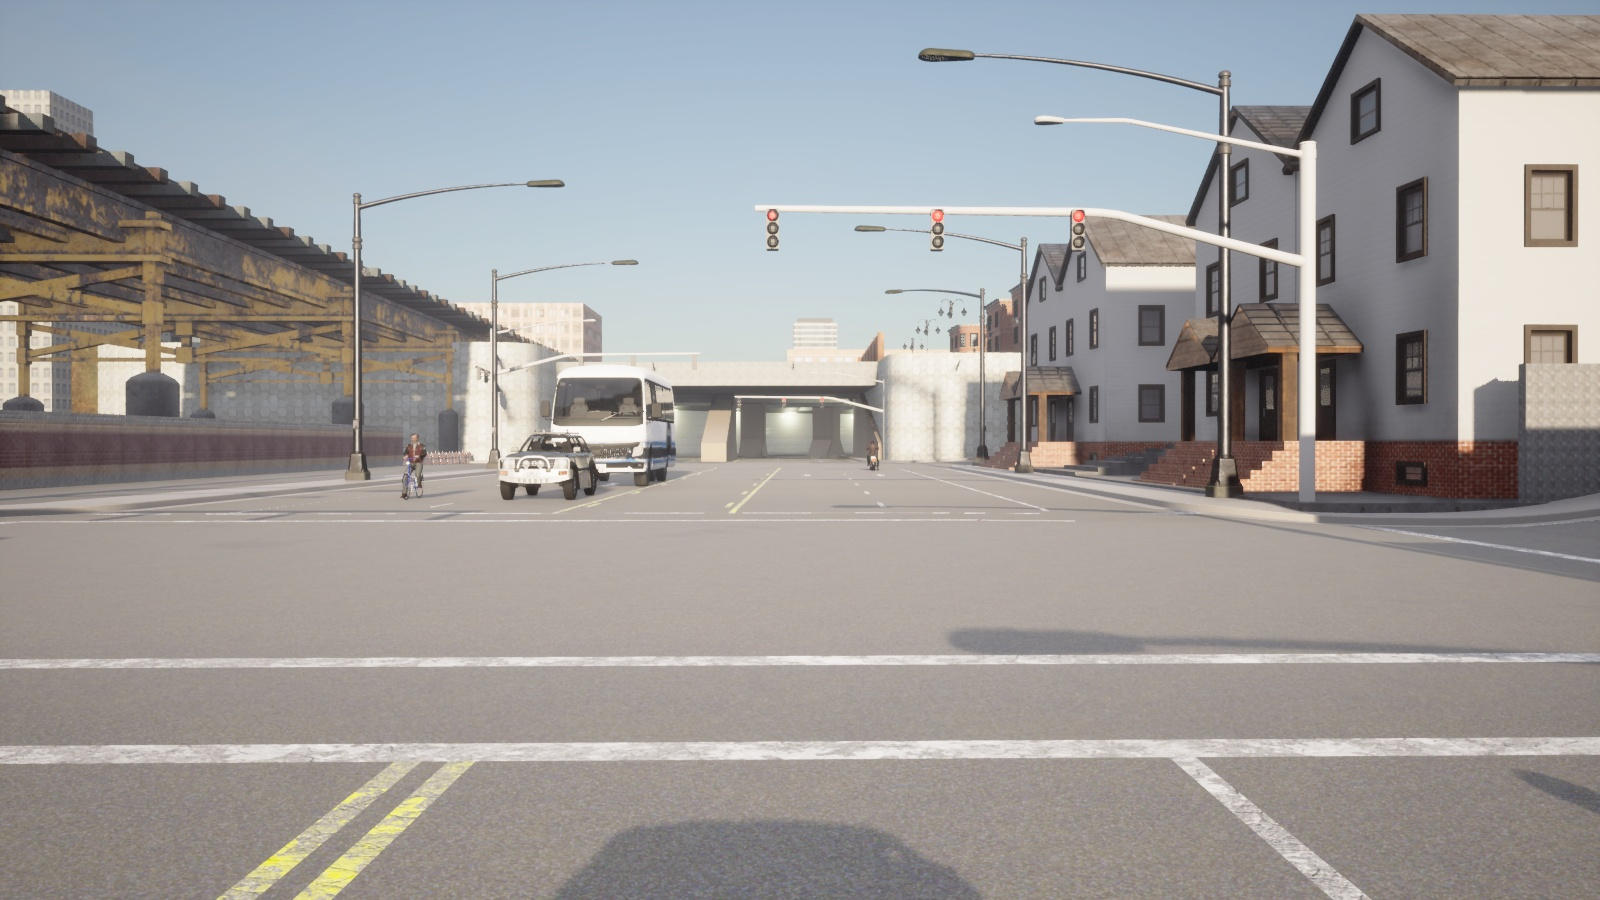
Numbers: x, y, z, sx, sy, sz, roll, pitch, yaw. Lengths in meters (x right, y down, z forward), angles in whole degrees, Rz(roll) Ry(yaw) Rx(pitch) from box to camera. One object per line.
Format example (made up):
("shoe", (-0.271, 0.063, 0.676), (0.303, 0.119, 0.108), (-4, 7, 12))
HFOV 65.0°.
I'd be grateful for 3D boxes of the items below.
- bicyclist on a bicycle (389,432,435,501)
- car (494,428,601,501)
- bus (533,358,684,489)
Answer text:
("bicyclist on a bicycle", (-10.293, 0.420, 33.368), (0.659, 1.776, 1.843), (0, 0, 0))
("car", (-6.784, 0.365, 34.192), (1.932, 1.855, 4.605), (0, 0, 1))
("bus", (-6.718, -0.896, 46.125), (3.944, 4.253, 10.273), (0, 0, 0))
